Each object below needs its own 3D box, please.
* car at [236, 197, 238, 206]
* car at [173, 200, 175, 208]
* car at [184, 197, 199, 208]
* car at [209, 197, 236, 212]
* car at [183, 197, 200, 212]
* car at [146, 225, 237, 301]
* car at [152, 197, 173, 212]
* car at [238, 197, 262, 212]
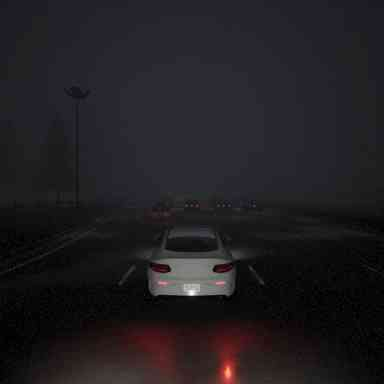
[{"bbox_3d":[6.963,1.526,49.215,1.812,1.442,4.674,0,0,0],"label":"car"},{"bbox_3d":[-3.537,1.491,49.207,2.128,1.511,4.902,0,0,0],"label":"car"},{"bbox_3d":[-0.037,1.491,49.209,2.128,1.511,4.902,0,0,0],"label":"car"},{"bbox_3d":[3.471,1.547,38.793,2.033,1.411,5.357,0,0,0],"label":"car"},{"bbox_3d":[-0.029,1.547,38.790,2.033,1.411,5.357,0,0,0],"label":"car"},{"bbox_3d":[-0.006,1.526,8.181,1.812,1.442,4.674,0,0,0],"label":"car"},{"bbox_3d":[-3.530,1.526,39.204,1.812,1.442,4.674,0,0,0],"label":"car"},{"bbox_3d":[6.970,1.564,39.212,1.994,1.385,4.181,0,0,0],"label":"car"}]
